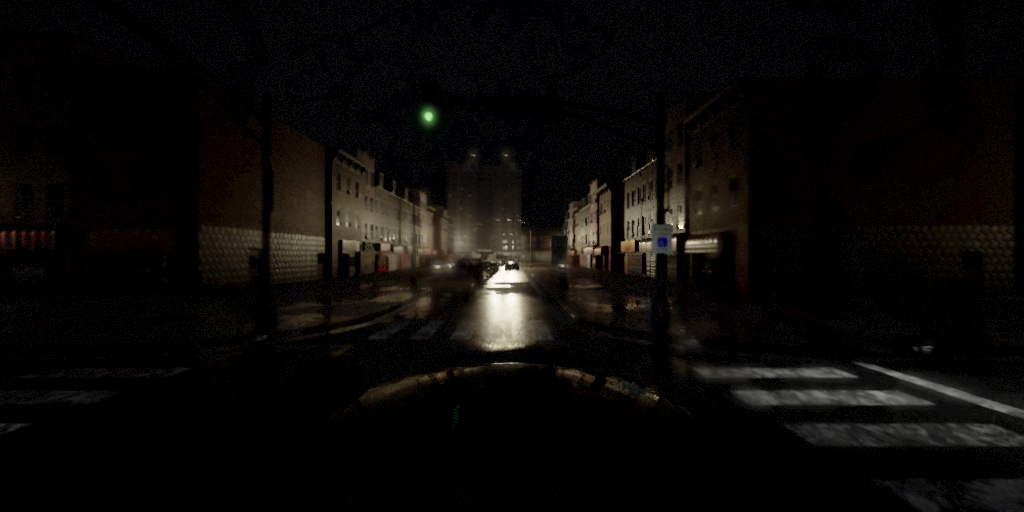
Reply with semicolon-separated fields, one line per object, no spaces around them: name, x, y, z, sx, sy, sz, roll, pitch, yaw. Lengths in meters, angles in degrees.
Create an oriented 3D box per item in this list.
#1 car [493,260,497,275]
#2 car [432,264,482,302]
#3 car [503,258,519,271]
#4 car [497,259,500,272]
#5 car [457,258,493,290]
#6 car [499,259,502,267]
car;-2.634;1.295;33.445;1.751;1.417;4.829;0;0;0
car;-2.636;1.279;17.089;1.751;1.417;4.829;0;0;0
car;0.028;1.353;50.619;1.994;1.385;4.181;0;0;1
car;-2.633;1.341;39.067;1.948;1.339;4.313;0;0;0
car;-2.635;1.073;22.711;2.192;1.841;5.009;0;0;0
car;-2.632;1.347;44.519;1.948;1.339;4.313;0;0;0
